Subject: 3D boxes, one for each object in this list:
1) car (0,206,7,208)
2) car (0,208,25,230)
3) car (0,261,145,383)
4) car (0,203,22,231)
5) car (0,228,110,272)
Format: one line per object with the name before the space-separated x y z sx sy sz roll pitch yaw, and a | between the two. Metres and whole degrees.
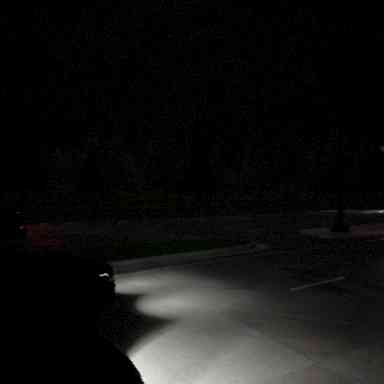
car | -11.660 1.518 16.324 4.674 1.442 1.812 0 0 -24
car | -9.596 1.541 13.390 5.357 1.411 2.033 0 0 -25
car | -2.298 1.563 2.035 4.181 1.385 1.994 0 0 -36
car | -12.816 1.481 19.628 4.902 1.511 2.128 0 0 -25
car | -3.598 1.523 5.424 4.674 1.442 1.812 0 0 -36
